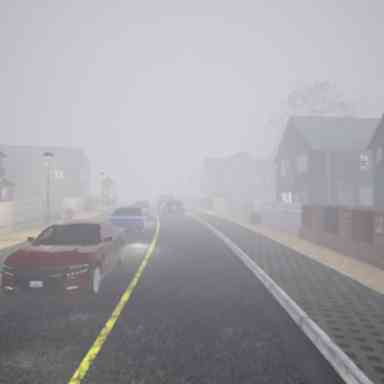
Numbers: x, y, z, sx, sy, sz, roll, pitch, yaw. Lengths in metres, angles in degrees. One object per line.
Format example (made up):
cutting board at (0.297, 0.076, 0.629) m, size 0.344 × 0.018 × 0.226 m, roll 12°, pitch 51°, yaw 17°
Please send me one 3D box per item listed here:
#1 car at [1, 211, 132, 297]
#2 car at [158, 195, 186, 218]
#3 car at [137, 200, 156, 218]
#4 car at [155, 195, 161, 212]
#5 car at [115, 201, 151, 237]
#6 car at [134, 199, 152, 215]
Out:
car at (-3.023, 1.484, 8.819) m, size 1.882 × 1.535 × 5.008 m, roll 0°, pitch 0°, yaw -2°
car at (-1.791, 1.435, 30.961) m, size 2.097 × 1.767 × 4.553 m, roll 0°, pitch 0°, yaw -7°
car at (-4.368, 1.601, 28.523) m, size 2.033 × 1.411 × 5.357 m, roll 0°, pitch 0°, yaw -6°
car at (-3.292, 1.351, 40.927) m, size 2.150 × 2.045 × 5.566 m, roll 1°, pitch 0°, yaw -10°
car at (-3.487, 1.502, 18.446) m, size 1.882 × 1.535 × 5.008 m, roll 0°, pitch 0°, yaw -4°
car at (-5.455, 1.628, 37.155) m, size 1.837 × 1.490 × 4.892 m, roll 0°, pitch 0°, yaw -9°
